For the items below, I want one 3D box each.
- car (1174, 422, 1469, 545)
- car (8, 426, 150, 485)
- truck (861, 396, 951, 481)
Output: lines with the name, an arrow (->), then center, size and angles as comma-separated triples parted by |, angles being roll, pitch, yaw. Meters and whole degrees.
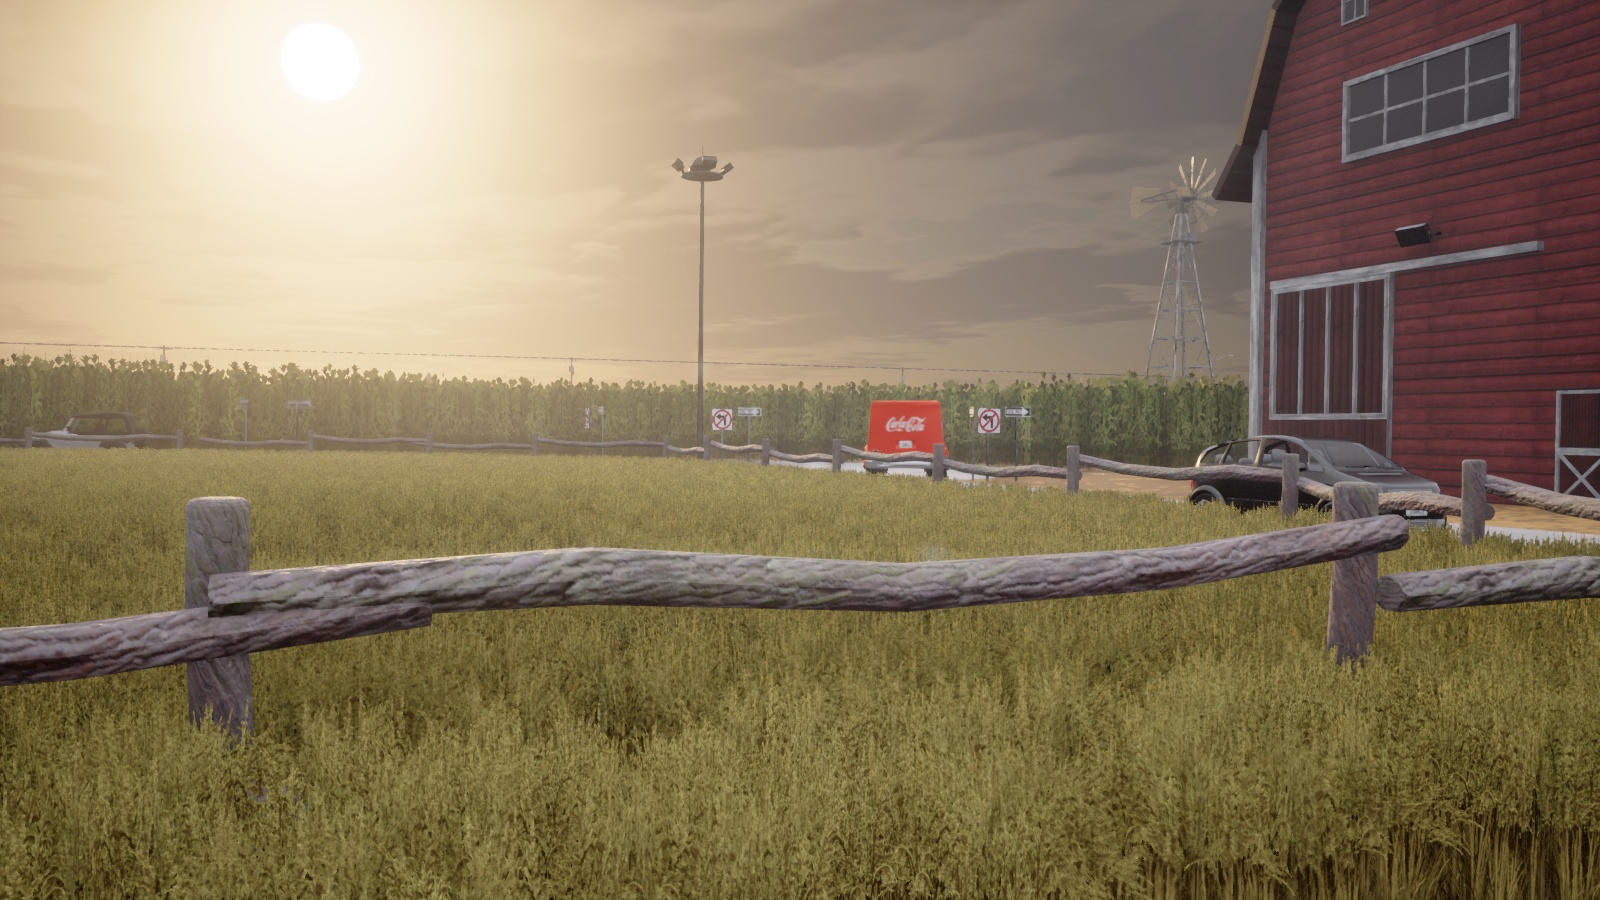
car -> 7.318, 0.405, 17.988 | 1.789, 1.549, 3.705 | -1, 1, -23
car -> -24.457, 0.155, 42.743 | 3.866, 1.878, 1.905 | -1, 1, -20
truck -> 3.423, -0.381, 40.102 | 2.627, 2.467, 5.204 | -1, 1, 6
